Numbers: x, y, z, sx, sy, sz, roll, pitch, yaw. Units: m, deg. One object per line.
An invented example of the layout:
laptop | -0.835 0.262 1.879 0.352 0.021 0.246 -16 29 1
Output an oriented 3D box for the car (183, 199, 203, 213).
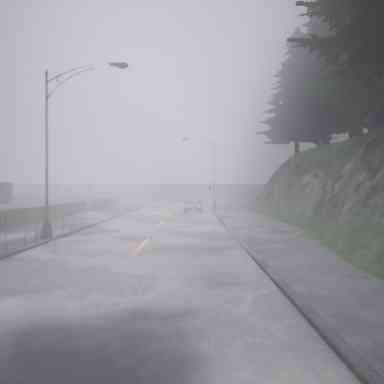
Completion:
car | 0.100 1.367 33.180 1.895 1.301 4.718 0 0 0
